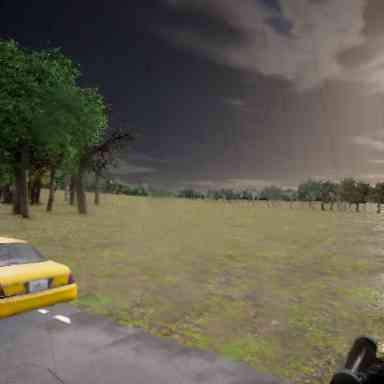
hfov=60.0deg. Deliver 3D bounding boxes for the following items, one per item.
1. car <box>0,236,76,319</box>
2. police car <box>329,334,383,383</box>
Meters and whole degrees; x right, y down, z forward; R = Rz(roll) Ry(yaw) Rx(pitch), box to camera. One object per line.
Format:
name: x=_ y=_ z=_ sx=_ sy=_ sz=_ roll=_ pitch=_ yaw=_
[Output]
car: x=-4.764 y=1.633 z=7.409 sx=5.366 sy=1.575 sz=1.801 roll=0 pitch=-2 yaw=37
police car: x=3.332 y=1.501 z=1.410 sx=5.238 sy=1.638 sz=1.930 roll=-1 pitch=-2 yaw=37
